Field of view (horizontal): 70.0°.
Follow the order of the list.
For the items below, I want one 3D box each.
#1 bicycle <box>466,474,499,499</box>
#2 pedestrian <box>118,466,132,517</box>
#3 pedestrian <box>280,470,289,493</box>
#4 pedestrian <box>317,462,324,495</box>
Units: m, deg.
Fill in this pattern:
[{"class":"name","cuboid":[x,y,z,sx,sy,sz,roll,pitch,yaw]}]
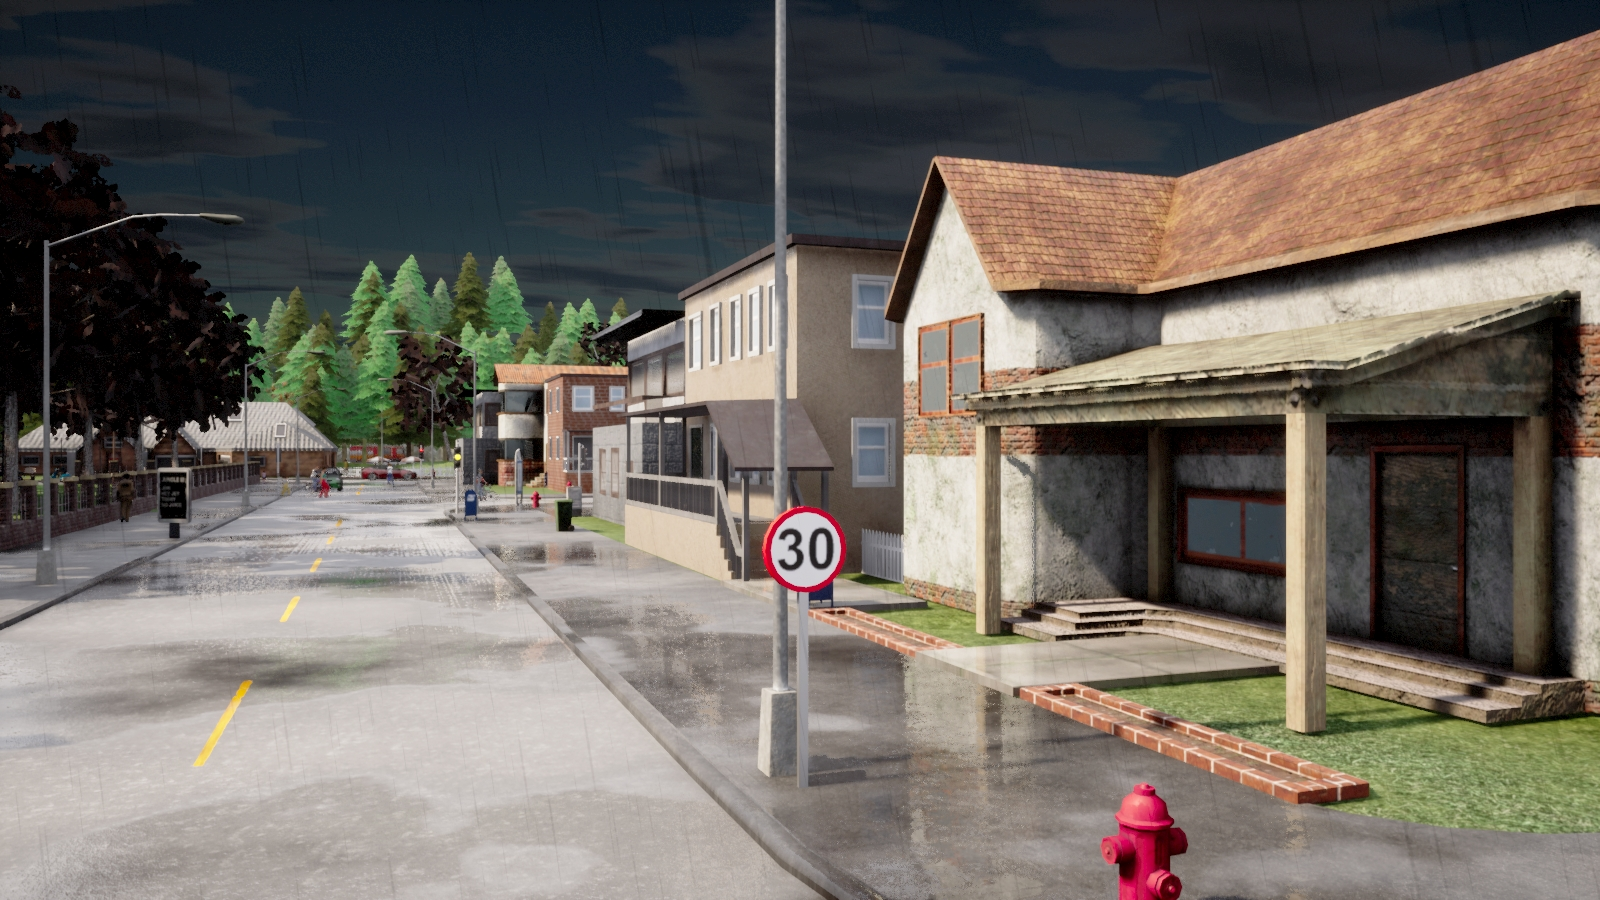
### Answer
[{"class":"bicycle","cuboid":[-16.826,1.936,60.491,1.643,1.296,0.373,0,-2,2]},{"class":"pedestrian","cuboid":[-24.767,1.525,41.937,0.375,1.860,0.375,0,0,-20]},{"class":"pedestrian","cuboid":[-30.216,1.852,67.002,0.375,1.300,0.375,0,0,3]},{"class":"pedestrian","cuboid":[-27.262,1.628,64.987,0.375,1.860,0.375,0,0,-23]}]
